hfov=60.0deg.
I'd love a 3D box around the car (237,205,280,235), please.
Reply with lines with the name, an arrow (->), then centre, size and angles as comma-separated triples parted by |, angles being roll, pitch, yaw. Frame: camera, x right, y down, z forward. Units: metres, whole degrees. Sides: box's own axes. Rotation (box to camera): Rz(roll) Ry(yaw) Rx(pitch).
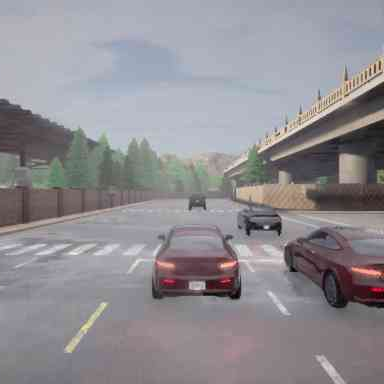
car -> 3.674, 1.491, 18.645 | 2.128, 1.511, 4.902 | 0, 0, 1

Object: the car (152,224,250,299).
car -> 0.093, 1.526, 8.314 | 1.812, 1.442, 4.674 | 0, 0, 0

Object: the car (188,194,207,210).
car -> 0.707, 1.221, 42.598 | 2.150, 2.045, 5.566 | 0, 0, 1

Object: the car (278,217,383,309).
car -> 3.595, 1.526, 7.735 | 1.812, 1.442, 4.674 | 0, 0, 0
